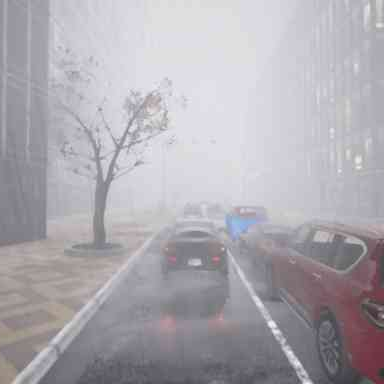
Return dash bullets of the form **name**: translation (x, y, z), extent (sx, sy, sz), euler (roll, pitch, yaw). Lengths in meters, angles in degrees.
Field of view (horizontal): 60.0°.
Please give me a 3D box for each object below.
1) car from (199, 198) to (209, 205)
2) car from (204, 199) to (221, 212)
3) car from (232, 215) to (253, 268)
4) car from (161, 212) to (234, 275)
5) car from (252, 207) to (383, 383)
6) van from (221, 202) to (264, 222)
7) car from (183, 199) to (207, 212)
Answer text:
- **car**: translation (2.578, 2.042, 72.135), extent (1.802, 1.307, 4.206), euler (1, 0, 0)
- **car**: translation (2.579, 1.774, 38.733), extent (1.887, 1.381, 4.507), euler (1, 0, 0)
- **car**: translation (2.578, 1.643, 10.897), extent (1.802, 1.307, 4.206), euler (1, 0, 0)
- **car**: translation (0.084, 1.584, 10.550), extent (1.812, 1.442, 4.674), euler (0, 0, 0)
- **car**: translation (2.583, 1.345, 5.331), extent (2.192, 1.841, 5.009), euler (1, 0, 0)
- **van**: translation (2.583, 1.434, 16.466), extent (1.690, 1.788, 3.998), euler (1, 0, 0)
- **car**: translation (0.099, 1.737, 32.483), extent (2.033, 1.411, 5.357), euler (0, 0, 0)
